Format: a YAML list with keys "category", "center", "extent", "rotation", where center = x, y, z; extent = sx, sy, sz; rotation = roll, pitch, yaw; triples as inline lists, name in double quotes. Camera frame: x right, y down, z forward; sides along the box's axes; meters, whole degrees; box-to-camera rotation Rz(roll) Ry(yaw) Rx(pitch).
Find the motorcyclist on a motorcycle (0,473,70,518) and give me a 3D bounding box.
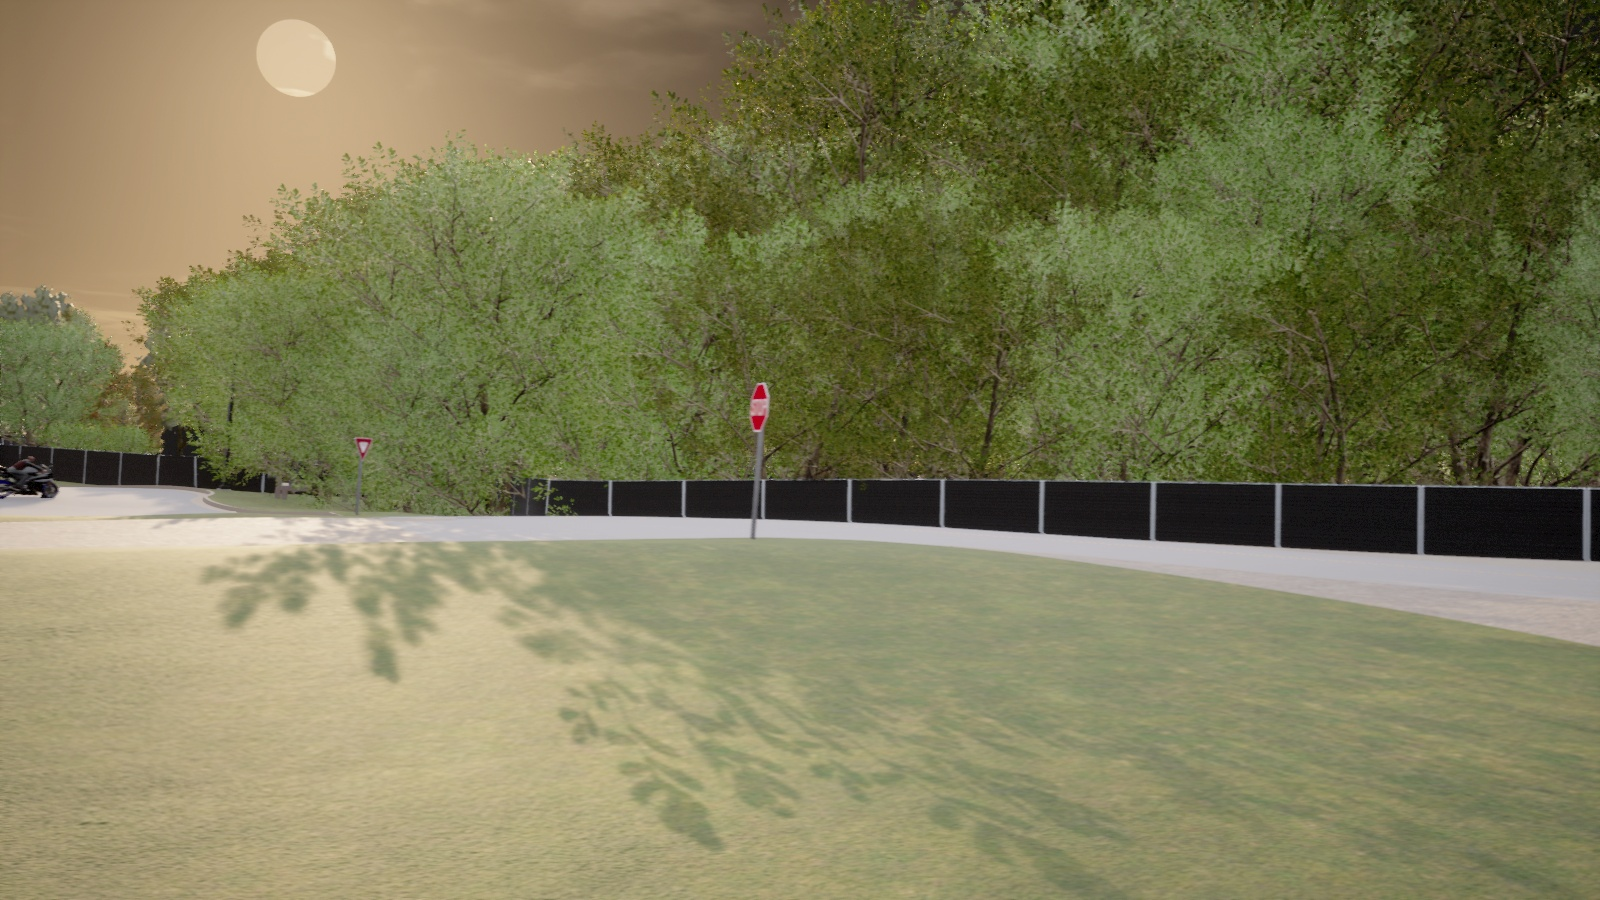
- category: "motorcyclist on a motorcycle"
  center: [-26.899, 1.577, 43.919]
  extent: [0.866, 1.530, 2.191]
  rotation: [0, -1, 32]
